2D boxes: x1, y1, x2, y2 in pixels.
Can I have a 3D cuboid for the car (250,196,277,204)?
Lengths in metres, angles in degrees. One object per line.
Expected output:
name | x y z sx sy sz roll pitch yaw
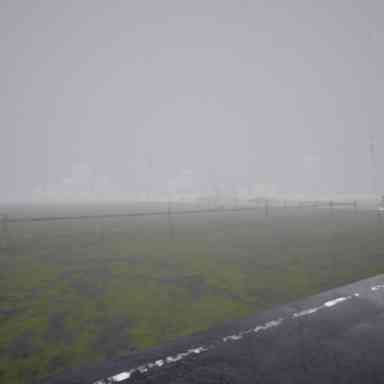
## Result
car | 12.896 1.393 60.071 2.033 1.411 5.357 0 0 -35

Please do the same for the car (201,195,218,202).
car | 3.830 1.407 72.997 2.128 1.511 4.902 0 0 -35

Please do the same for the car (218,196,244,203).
car | 7.702 1.481 62.635 1.895 1.301 4.718 0 0 -34

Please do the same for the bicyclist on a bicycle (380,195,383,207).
bicyclist on a bicycle | 26.493 1.225 46.122 1.656 1.620 0.582 -1 0 -35
